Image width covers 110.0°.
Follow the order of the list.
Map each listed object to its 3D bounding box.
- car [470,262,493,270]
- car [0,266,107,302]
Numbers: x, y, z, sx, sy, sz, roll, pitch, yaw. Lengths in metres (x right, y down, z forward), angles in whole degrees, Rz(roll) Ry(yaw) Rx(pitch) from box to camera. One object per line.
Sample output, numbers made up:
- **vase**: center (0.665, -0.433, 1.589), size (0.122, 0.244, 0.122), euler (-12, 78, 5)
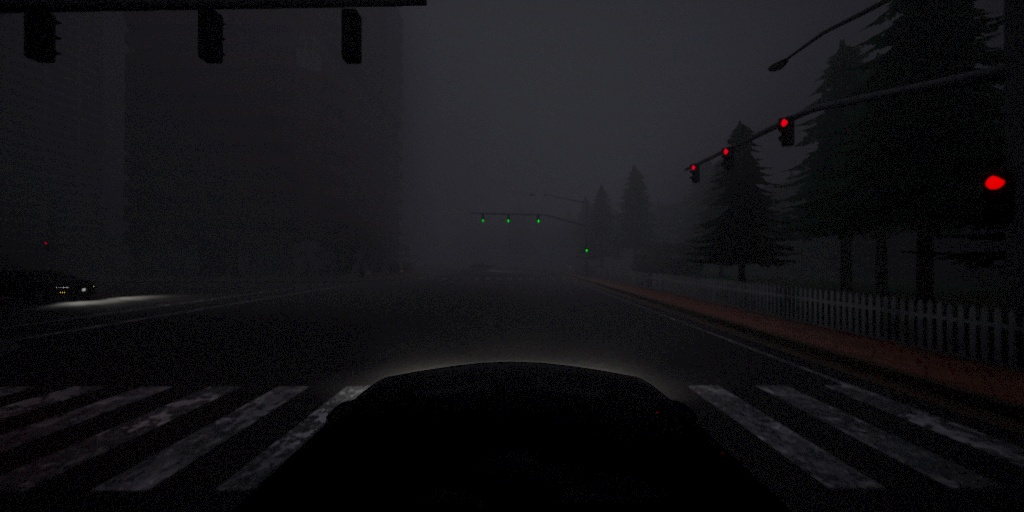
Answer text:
- **car**: center (-5.001, 1.681, 58.945), size (1.895, 1.301, 4.718), euler (0, 0, -36)
- **car**: center (-23.220, 1.398, 17.429), size (4.892, 1.490, 1.837), euler (0, 0, 0)
